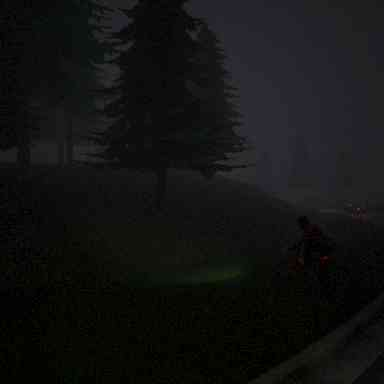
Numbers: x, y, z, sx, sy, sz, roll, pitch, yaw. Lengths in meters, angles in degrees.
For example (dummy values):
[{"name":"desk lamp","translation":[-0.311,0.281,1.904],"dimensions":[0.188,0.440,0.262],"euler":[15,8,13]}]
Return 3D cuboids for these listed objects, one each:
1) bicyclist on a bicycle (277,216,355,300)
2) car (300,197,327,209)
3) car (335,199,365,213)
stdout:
[{"name":"bicyclist on a bicycle","translation":[2.466,1.337,6.849],"dimensions":[1.656,1.620,0.582],"euler":[-3,-2,43]},{"name":"car","translation":[16.820,1.505,46.290],"dimensions":[1.837,1.490,4.892],"euler":[0,0,-10]},{"name":"car","translation":[17.413,1.526,36.751],"dimensions":[1.812,1.442,4.674],"euler":[0,0,4]}]
